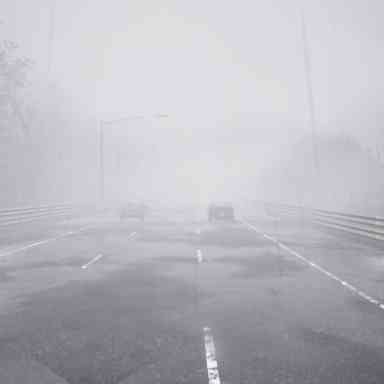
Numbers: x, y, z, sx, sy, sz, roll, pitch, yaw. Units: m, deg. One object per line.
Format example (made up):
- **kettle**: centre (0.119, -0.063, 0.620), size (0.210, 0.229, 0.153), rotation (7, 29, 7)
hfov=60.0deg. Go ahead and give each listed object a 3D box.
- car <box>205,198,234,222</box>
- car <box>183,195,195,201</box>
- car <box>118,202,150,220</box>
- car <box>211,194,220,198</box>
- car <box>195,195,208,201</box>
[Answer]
- **car**: centre (2.250, 1.489, 26.896), size (1.882, 1.535, 5.008), rotation (0, 0, 1)
- **car**: centre (-1.132, 1.621, 85.775), size (2.033, 1.411, 5.357), rotation (0, 0, 6)
- **car**: centre (-4.733, 1.561, 27.885), size (2.033, 1.411, 5.357), rotation (0, 0, 1)
- **car**: centre (5.953, 1.437, 86.310), size (2.097, 1.767, 4.553), rotation (0, 0, 6)
- **car**: centre (2.397, 1.676, 85.897), size (1.895, 1.301, 4.718), rotation (0, 0, 6)
